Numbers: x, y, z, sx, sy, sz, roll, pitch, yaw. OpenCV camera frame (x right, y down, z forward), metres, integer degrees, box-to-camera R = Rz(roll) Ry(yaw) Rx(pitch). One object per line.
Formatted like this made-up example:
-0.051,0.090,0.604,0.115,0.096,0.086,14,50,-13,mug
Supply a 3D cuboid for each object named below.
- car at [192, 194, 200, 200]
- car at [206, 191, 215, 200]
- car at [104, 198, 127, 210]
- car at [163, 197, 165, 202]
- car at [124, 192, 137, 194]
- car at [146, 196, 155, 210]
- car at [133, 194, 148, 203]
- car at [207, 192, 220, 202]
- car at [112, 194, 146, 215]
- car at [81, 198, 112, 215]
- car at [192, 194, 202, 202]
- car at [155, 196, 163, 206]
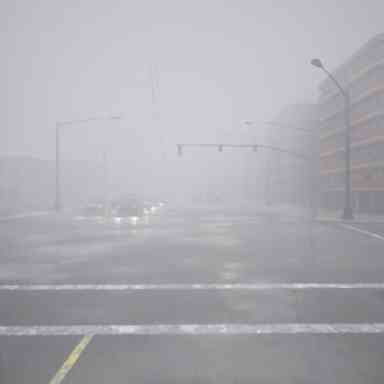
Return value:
0.880,1.206,75.797,1.895,1.301,4.718,0,0,0,car
4.381,0.837,75.540,2.150,2.045,5.566,0,0,0,car
-9.812,1.550,43.116,1.994,1.385,4.181,0,1,0,car
-6.213,1.353,62.425,1.895,1.301,4.718,0,1,1,car
-9.773,1.094,52.562,2.150,2.045,5.566,0,1,0,car
-6.312,1.512,43.014,1.812,1.442,4.674,0,1,0,car
-9.707,1.239,62.813,2.128,1.511,4.902,0,1,1,car
4.452,1.277,65.554,1.994,1.385,4.181,0,1,0,car
-6.338,1.413,34.131,2.097,1.767,4.553,0,0,0,car
-9.836,1.413,34.474,2.097,1.767,4.553,0,0,0,car
0.952,1.189,65.716,1.882,1.535,5.008,0,1,0,car
-6.280,1.365,52.295,2.128,1.511,4.902,0,1,0,car
